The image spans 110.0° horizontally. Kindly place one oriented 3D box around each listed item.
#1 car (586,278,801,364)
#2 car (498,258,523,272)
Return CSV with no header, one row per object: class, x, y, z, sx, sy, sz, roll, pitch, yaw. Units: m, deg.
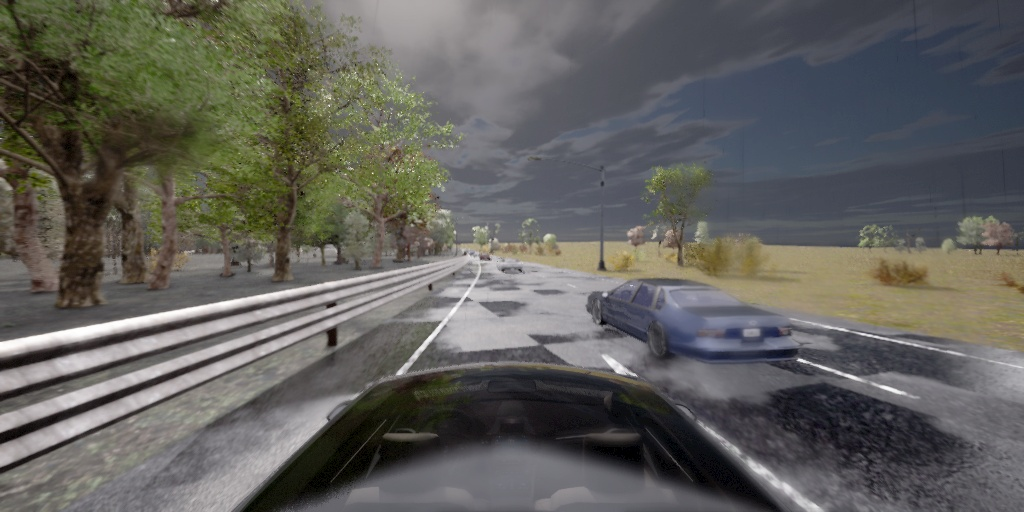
car,3.385,1.201,8.076,2.033,1.411,5.357,0,1,-8
car,-0.268,0.809,33.853,1.895,1.301,4.718,0,1,-8
